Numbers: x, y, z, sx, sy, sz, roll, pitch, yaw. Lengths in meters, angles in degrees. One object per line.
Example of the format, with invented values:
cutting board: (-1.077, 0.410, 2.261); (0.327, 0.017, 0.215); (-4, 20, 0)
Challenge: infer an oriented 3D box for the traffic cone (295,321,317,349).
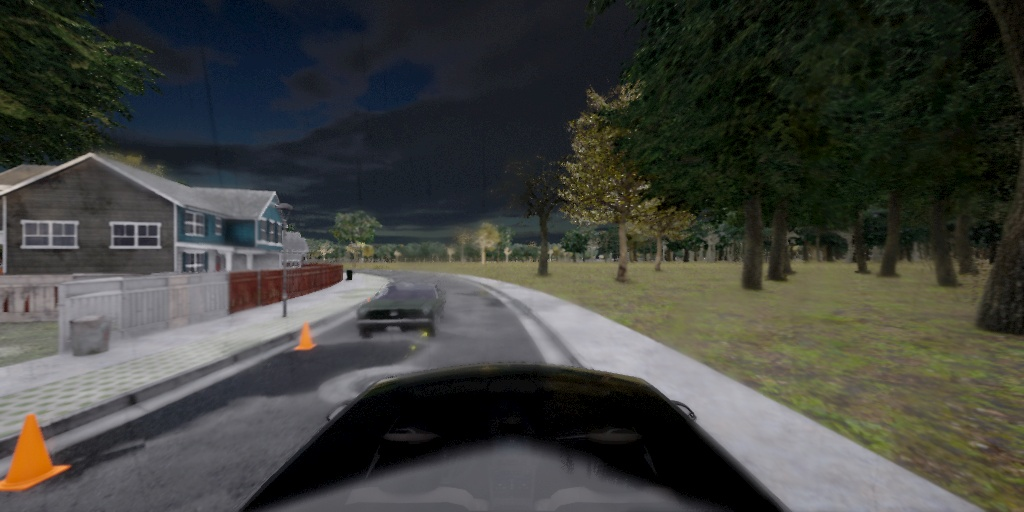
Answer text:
traffic cone: (-4.666, 1.779, 8.140); (0.340, 0.580, 0.340); (0, 0, -5)

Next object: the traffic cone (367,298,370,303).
traffic cone: (-5.191, 1.816, 12.976); (0.340, 0.580, 0.340); (0, 0, -8)

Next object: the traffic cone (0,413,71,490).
traffic cone: (-4.407, 1.744, 3.283); (0.340, 0.580, 0.340); (0, 0, -1)

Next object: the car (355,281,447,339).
car: (-3.001, 1.429, 10.577); (1.895, 1.301, 4.718); (0, 0, -7)
